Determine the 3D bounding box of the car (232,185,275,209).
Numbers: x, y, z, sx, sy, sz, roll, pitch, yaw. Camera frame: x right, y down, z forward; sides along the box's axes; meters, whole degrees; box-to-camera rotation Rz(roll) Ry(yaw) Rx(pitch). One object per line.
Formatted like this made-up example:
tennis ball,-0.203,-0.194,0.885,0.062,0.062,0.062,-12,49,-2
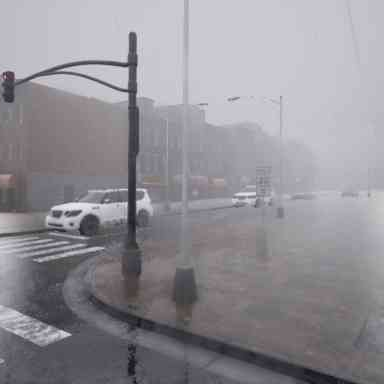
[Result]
car,5.787,0.412,30.660,2.150,2.045,5.566,0,1,35

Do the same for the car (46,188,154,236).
car,-4.300,0.856,16.535,2.150,2.045,5.566,0,2,35

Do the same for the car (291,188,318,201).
car,14.110,0.409,42.275,1.994,1.385,4.181,0,2,36

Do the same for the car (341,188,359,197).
car,24.995,0.089,52.520,2.033,1.411,5.357,0,2,35
